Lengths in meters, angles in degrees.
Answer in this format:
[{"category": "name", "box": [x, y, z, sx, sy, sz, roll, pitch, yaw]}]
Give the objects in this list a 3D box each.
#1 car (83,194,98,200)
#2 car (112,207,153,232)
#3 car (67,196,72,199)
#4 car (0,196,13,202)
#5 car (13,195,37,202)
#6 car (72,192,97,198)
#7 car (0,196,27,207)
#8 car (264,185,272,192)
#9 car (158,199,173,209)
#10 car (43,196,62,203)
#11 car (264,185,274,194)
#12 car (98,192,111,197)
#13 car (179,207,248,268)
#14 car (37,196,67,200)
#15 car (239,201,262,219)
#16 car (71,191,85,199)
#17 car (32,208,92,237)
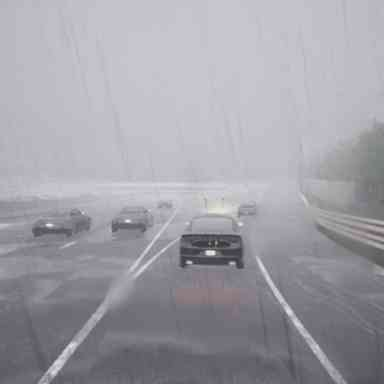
[{"category": "car", "box": [-25.009, 1.314, 82.182, 2.033, 1.411, 5.357, 0, 0, -1]}, {"category": "car", "box": [-3.509, 1.569, 20.209, 1.994, 1.385, 4.181, 0, 0, 0]}, {"category": "car", "box": [-24.809, 1.417, 66.330, 1.994, 1.385, 4.181, 0, 0, -1]}, {"category": "car", "box": [-21.152, 1.484, 34.512, 1.882, 1.535, 5.008, 0, 0, 0]}, {"category": "car", "box": [-24.720, 1.324, 50.534, 2.097, 1.767, 4.553, 0, 0, 0]}, {"category": "car", "box": [-21.308, 1.091, 66.276, 2.150, 2.045, 5.566, 0, 0, -1]}, {"category": "car", "box": [-28.214, 1.453, 52.112, 2.128, 1.511, 4.902, 0, 0, 0]}, {"category": "car", "box": [19.599, -0.995, 86.162, 1.882, 1.535, 5.008, 0, 3, 10]}, {"category": "car", "box": [-3.625, 1.600, 46.322, 1.895, 1.301, 4.718, 0, 0, 0]}, {"category": "car", "box": [-28.323, 1.449, 67.711, 1.895, 1.301, 4.718, 0, 0, -1]}, {"category": "car", "box": [17.635, -0.294, 76.277, 1.837, 1.490, 4.892, 0, 3, 11]}, {"category": "car", "box": [-21.509, 1.000, 82.199, 2.150, 2.045, 5.566, 0, 0, -1]}, {"category": "car", "box": [0.742, 1.480, 11.378, 1.882, 1.535, 5.008, 0, 0, 6]}, {"category": "car", "box": [-21.227, 1.537, 50.481, 1.994, 1.385, 4.181, 0, 0, 0]}, {"category": "car", "box": [5.441, 1.599, 31.047, 2.128, 1.511, 4.902, 0, 1, 17]}, {"category": "car", "box": [-28.524, 0.757, 83.181, 2.097, 1.767, 4.553, 0, 0, -1]}, {"category": "car", "box": [-6.907, 1.568, 18.132, 1.994, 1.385, 4.181, 0, 0, 0]}]
